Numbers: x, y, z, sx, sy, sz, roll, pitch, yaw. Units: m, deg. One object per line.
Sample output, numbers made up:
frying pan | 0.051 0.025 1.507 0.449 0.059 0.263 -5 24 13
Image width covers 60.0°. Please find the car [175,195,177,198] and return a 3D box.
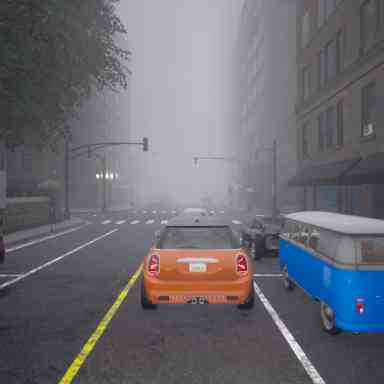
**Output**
car | -5.688 1.289 82.795 2.192 1.841 5.009 0 0 0

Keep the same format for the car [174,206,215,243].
car | 0.098 1.520 16.997 1.812 1.442 4.674 0 0 0

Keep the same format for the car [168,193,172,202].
car | -5.684 1.514 66.443 1.887 1.381 4.507 0 0 0

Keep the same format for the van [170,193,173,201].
van | -5.686 1.311 71.893 1.690 1.788 3.998 0 0 0

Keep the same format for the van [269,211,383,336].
van | 2.855 1.340 6.443 1.690 1.788 3.998 0 0 0

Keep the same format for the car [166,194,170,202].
car | -5.682 1.514 60.992 1.887 1.381 4.507 0 0 0

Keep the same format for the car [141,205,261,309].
car | 0.100 1.351 7.997 2.097 1.767 4.553 0 0 0

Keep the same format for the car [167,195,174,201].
car | -5.689 1.502 88.076 1.752 1.417 4.829 0 0 0

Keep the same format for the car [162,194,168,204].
car | -5.681 1.521 55.541 2.008 1.369 4.403 0 0 0

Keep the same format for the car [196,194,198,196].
car | 2.835 1.506 93.893 1.752 1.417 4.829 0 0 0

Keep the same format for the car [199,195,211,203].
car | 2.841 1.410 66.480 1.967 1.590 4.097 0 0 0

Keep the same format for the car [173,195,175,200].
car | -5.686 1.522 77.344 2.008 1.369 4.403 0 0 0

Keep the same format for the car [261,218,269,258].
car | 2.854 1.563 12.104 1.947 1.339 4.313 0 0 0

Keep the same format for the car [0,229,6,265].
car | -5.670 1.314 6.401 2.192 1.841 5.009 0 0 0

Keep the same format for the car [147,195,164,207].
car | -5.680 1.498 49.920 1.752 1.417 4.829 0 0 0
